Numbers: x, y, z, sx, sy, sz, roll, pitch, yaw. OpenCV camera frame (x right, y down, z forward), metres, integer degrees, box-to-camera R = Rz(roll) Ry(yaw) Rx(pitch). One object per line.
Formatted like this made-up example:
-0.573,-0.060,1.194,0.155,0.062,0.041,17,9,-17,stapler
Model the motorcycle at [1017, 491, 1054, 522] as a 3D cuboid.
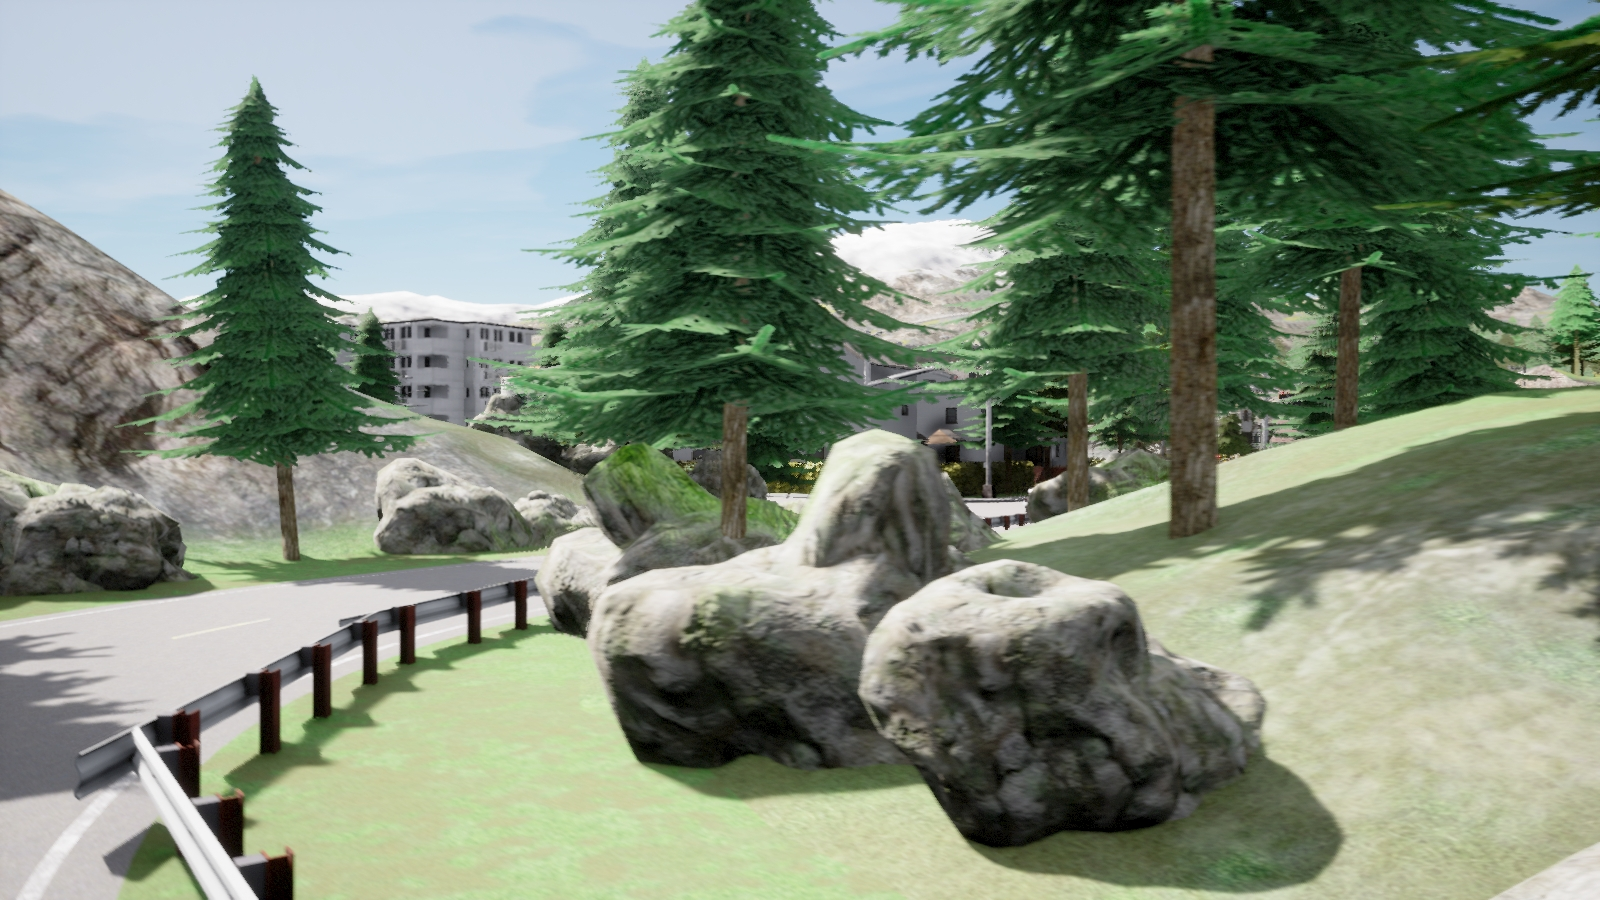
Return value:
9.383,2.228,45.522,0.803,1.145,2.033,-1,0,31,motorcycle
